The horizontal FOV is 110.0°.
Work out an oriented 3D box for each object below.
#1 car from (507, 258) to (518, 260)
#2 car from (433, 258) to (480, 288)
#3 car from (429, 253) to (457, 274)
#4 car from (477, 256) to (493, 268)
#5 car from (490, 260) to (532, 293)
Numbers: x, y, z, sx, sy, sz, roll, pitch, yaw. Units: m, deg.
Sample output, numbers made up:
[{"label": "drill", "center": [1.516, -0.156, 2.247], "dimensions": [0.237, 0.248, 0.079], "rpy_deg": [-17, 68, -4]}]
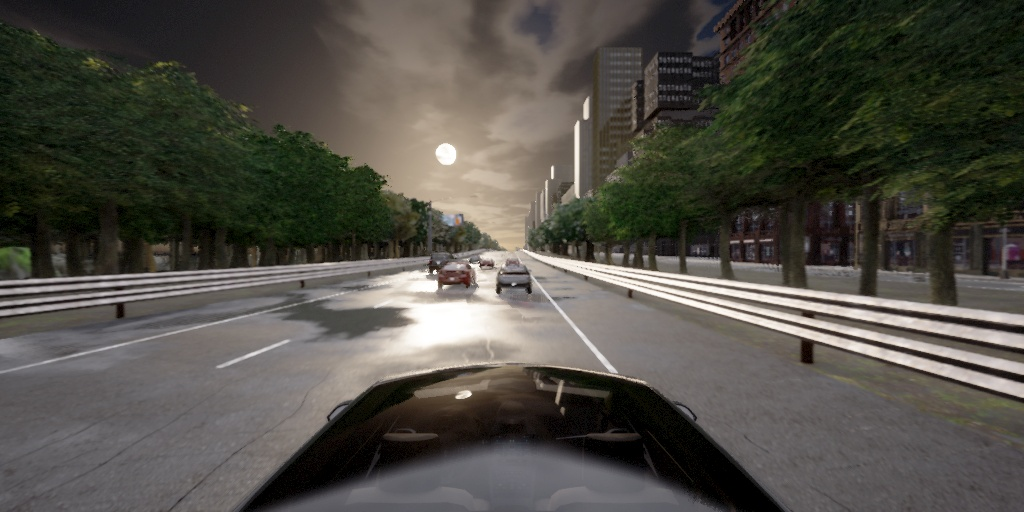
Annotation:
[{"label": "car", "center": [0.086, 0.916, 50.247], "dimensions": [1.895, 1.301, 4.718], "rpy_deg": [0, 1, 0]}, {"label": "car", "center": [-3.406, 1.130, 22.797], "dimensions": [1.882, 1.535, 5.008], "rpy_deg": [0, 1, 0]}, {"label": "car", "center": [-6.910, 0.716, 36.366], "dimensions": [2.150, 2.045, 5.566], "rpy_deg": [0, 1, 0]}, {"label": "car", "center": [-3.414, 0.923, 49.767], "dimensions": [1.895, 1.301, 4.718], "rpy_deg": [0, 1, 0]}, {"label": "car", "center": [0.094, 1.171, 20.162], "dimensions": [2.128, 1.511, 4.902], "rpy_deg": [0, 1, 0]}]
